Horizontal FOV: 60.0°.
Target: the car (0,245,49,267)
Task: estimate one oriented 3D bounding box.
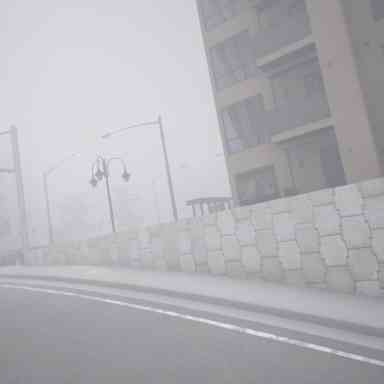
[{"bbox_3d":[-14.637,5.692,29.942,1.837,1.490,4.892,-15,-8,35],"label":"car"}]
